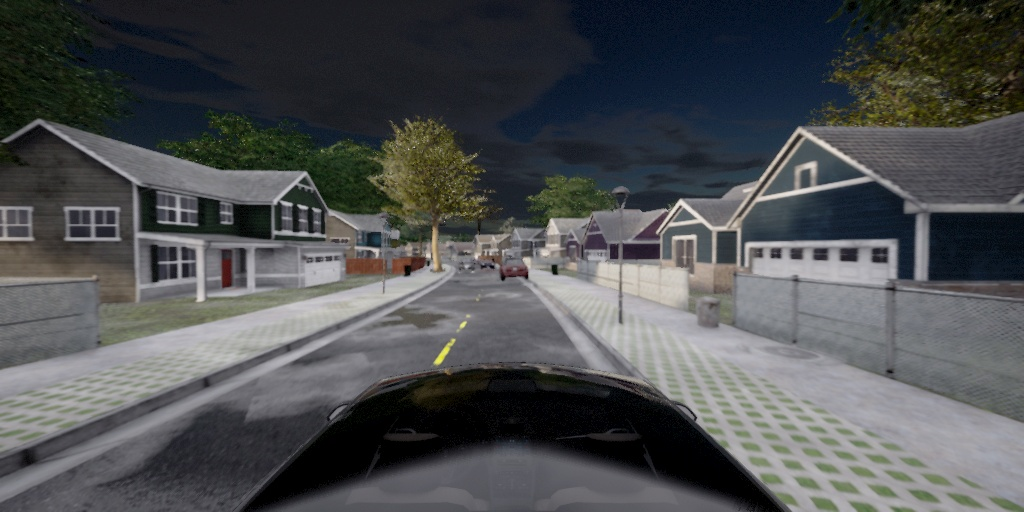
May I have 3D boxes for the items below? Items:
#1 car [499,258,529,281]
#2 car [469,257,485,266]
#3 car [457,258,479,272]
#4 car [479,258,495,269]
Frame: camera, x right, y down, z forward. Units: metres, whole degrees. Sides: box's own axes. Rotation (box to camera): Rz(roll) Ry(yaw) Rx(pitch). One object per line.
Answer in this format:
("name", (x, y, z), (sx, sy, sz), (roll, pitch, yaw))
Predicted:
("car", (0.065, 0.931, 28.334), (2.097, 1.767, 4.553), (-2, 1, -5))
("car", (-6.101, 0.984, 62.385), (2.033, 1.411, 5.357), (0, 0, -13))
("car", (-5.378, 1.034, 42.507), (2.128, 1.511, 4.902), (0, 0, -8))
("car", (-3.415, 1.105, 48.295), (1.895, 1.301, 4.718), (0, 0, -8))
